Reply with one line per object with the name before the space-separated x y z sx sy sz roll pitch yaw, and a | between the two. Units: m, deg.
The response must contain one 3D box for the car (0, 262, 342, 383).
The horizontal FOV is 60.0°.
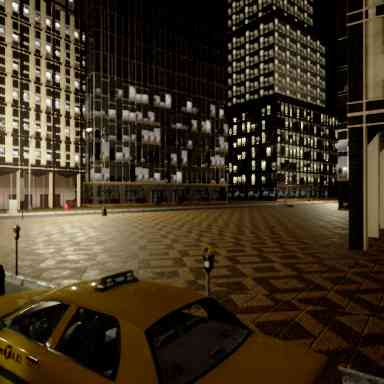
car | -0.981 1.524 3.575 4.829 1.417 1.752 0 0 35
